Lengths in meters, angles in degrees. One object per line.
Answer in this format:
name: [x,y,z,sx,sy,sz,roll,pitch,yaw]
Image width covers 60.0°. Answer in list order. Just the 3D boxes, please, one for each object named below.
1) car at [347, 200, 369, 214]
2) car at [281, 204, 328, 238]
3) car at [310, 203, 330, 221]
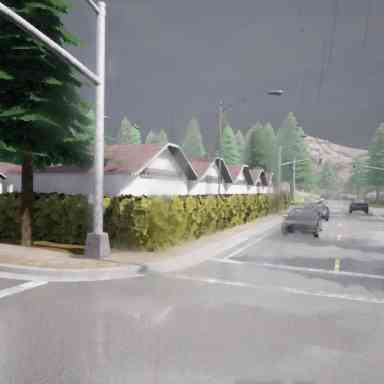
car: [19.148,1.658,38.308,1.837,1.490,4.892,1,0,23]
car: [6.376,1.620,18.925,2.033,1.411,5.357,1,0,24]
car: [10.485,1.644,27.951,1.994,1.385,4.181,1,0,25]
